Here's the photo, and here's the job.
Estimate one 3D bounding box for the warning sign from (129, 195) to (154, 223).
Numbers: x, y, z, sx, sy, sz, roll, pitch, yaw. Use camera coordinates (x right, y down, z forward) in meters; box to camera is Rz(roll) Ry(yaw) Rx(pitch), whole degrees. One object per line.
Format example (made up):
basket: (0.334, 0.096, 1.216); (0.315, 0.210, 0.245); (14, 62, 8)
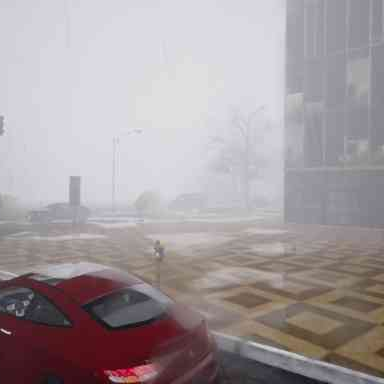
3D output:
warning sign: (-3.488, 1.141, 22.950); (1.300, 1.860, 1.060); (1, 1, 34)

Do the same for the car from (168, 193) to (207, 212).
car: (-0.384, 1.143, 37.742); (2.150, 2.045, 5.566); (1, 1, 35)

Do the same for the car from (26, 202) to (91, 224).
car: (-9.623, 1.475, 24.314); (1.812, 1.442, 4.674); (1, 1, 36)

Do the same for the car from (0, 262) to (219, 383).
car: (-1.660, 1.581, 4.209); (4.206, 1.307, 1.802); (0, 1, 36)

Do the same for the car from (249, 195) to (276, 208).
car: (9.709, 1.468, 46.892); (1.812, 1.442, 4.674); (1, 1, 35)

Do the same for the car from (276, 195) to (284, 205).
car: (15.268, 1.275, 55.066); (2.097, 1.767, 4.553); (1, 1, 34)
